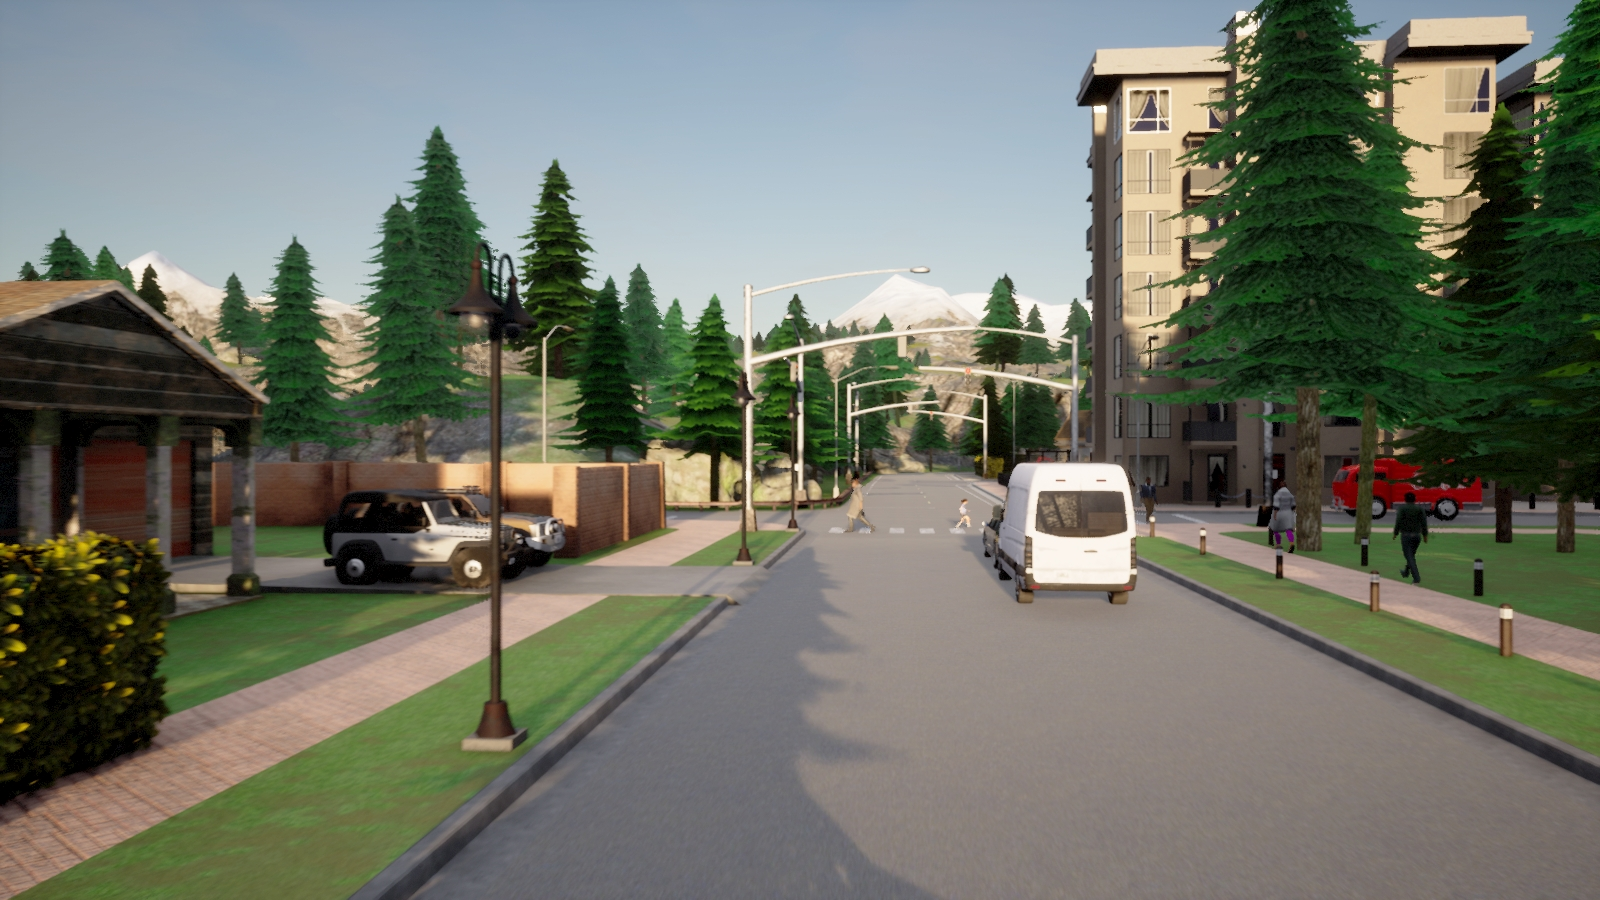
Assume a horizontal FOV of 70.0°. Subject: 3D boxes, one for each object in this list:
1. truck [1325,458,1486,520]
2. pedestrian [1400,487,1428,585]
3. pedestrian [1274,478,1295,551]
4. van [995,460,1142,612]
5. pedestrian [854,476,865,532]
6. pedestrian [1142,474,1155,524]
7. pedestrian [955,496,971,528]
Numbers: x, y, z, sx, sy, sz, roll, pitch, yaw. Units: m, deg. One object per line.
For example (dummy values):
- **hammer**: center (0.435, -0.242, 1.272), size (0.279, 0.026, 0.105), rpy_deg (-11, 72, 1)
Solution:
- **truck**: center (24.722, 1.554, 46.863), size (5.204, 2.467, 2.627), rpy_deg (0, 0, 6)
- **pedestrian**: center (11.950, 1.664, 22.247), size (0.375, 1.860, 0.375), rpy_deg (0, 0, 11)
- **pedestrian**: center (12.564, 1.667, 29.644), size (0.375, 1.860, 0.375), rpy_deg (0, 0, -1)
- **van**: center (5.111, 1.502, 22.614), size (1.988, 2.561, 5.915), rpy_deg (0, 0, 5)
- **pedestrian**: center (1.994, 1.816, 38.408), size (0.375, 1.860, 0.375), rpy_deg (0, 0, 4)
- **pedestrian**: center (13.030, 1.832, 42.736), size (0.375, 1.860, 0.375), rpy_deg (0, 0, 0)
- **pedestrian**: center (5.794, 2.201, 40.652), size (0.500, 1.100, 0.500), rpy_deg (0, 0, -1)
